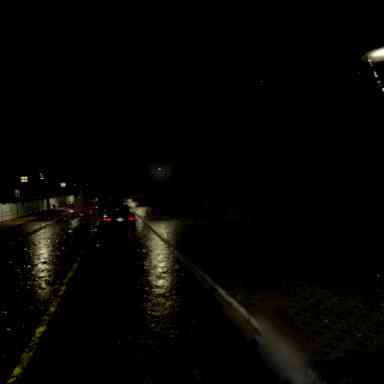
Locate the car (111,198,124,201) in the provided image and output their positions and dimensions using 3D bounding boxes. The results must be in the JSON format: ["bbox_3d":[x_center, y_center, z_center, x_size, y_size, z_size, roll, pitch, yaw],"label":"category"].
[{"bbox_3d":[-8.189,1.454,36.538,1.837,1.490,4.892,-2,1,-13],"label":"car"}]

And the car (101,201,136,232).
[{"bbox_3d":[-4.405,1.516,20.174,2.033,1.411,5.357,-2,0,-13],"label":"car"}]

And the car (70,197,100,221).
[{"bbox_3d":[-9.257,1.508,28.585,1.882,1.535,5.008,-2,0,-13],"label":"car"}]

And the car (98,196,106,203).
[{"bbox_3d":[-17.211,1.506,62.998,1.812,1.442,4.674,-2,0,-13],"label":"car"}]
